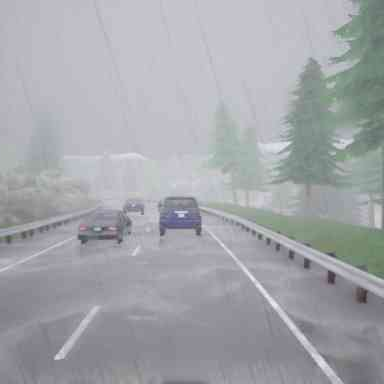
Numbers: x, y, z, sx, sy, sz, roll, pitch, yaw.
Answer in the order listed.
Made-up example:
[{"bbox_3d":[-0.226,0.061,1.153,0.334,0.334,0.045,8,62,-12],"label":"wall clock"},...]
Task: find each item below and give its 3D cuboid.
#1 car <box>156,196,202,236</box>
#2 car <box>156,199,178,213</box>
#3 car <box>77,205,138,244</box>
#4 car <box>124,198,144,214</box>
[{"bbox_3d":[-0.718,1.223,18.731,2.150,2.045,5.566,0,0,-4],"label":"car"},{"bbox_3d":[-2.984,1.554,37.976,2.033,1.411,5.357,0,0,-9],"label":"car"},{"bbox_3d":[-4.016,1.554,16.017,2.033,1.411,5.357,0,0,-4],"label":"car"},{"bbox_3d":[-6.086,1.363,34.933,2.097,1.767,4.553,0,0,-8],"label":"car"}]
